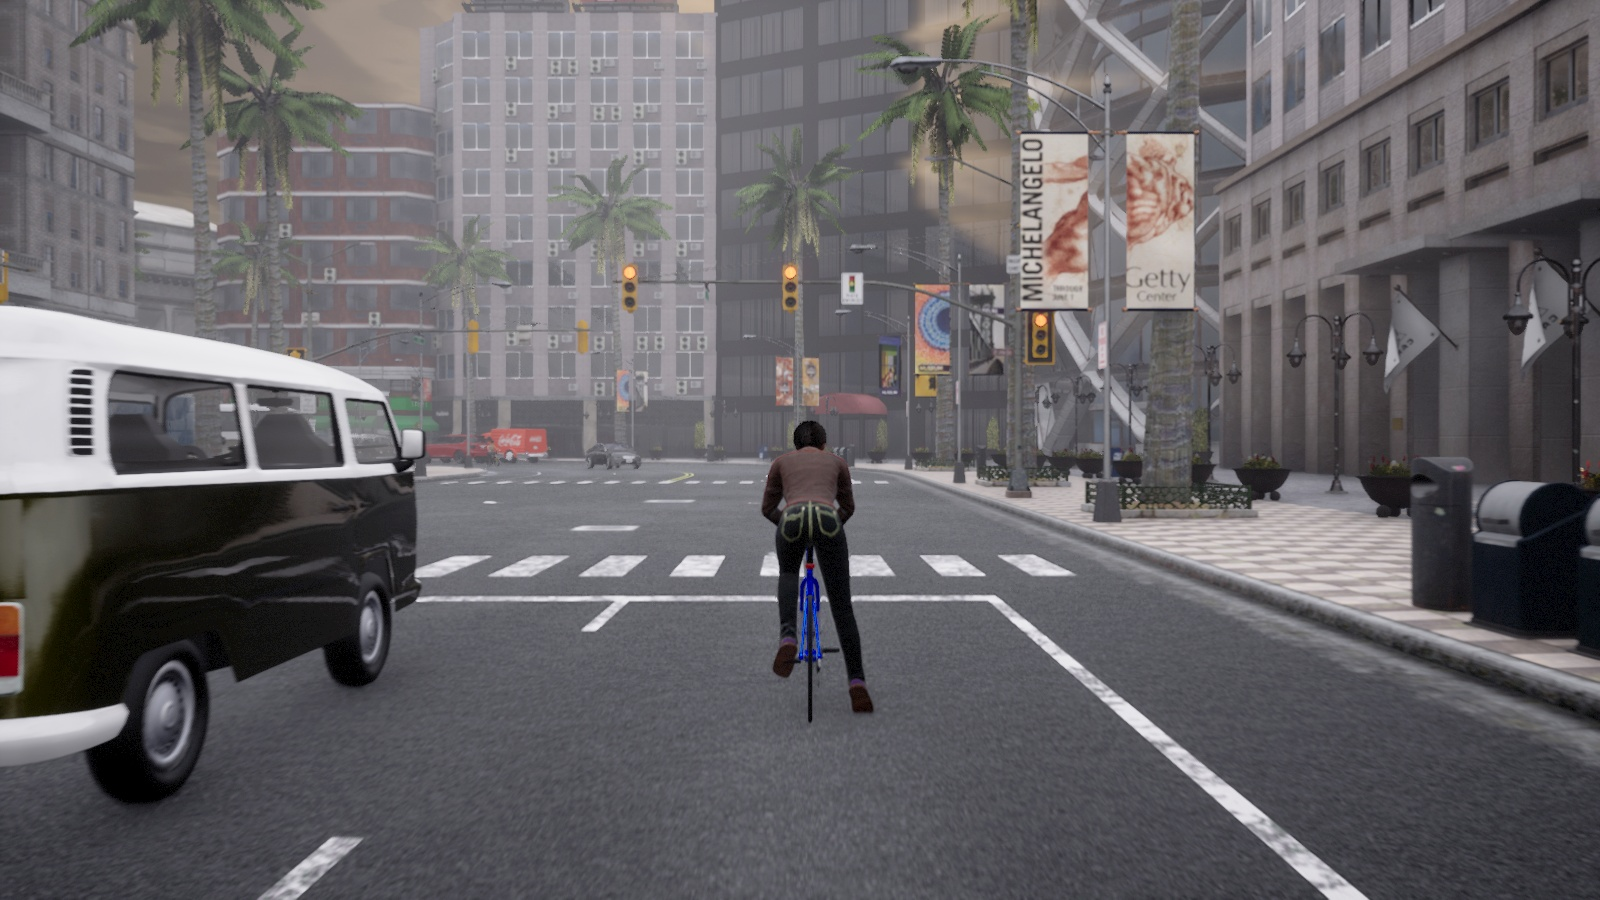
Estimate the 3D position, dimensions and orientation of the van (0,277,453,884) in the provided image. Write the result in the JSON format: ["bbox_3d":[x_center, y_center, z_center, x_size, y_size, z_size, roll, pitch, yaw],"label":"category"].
[{"bbox_3d":[-3.442,0.425,6.454,2.069,2.038,4.480,0,0,0],"label":"van"}]

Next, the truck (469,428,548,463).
[{"bbox_3d":[-20.919,-0.348,90.132,5.204,2.467,2.627,0,0,32],"label":"truck"}]

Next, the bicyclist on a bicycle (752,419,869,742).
[{"bbox_3d":[0.056,0.653,7.113,0.582,1.620,1.656,0,0,0],"label":"bicyclist on a bicycle"}]

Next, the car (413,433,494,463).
[{"bbox_3d":[-24.315,-0.131,88.040,5.566,2.045,2.150,0,0,30],"label":"car"}]

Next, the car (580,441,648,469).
[{"bbox_3d":[-10.338,0.238,69.573,2.128,1.511,4.902,0,0,-29],"label":"car"}]
